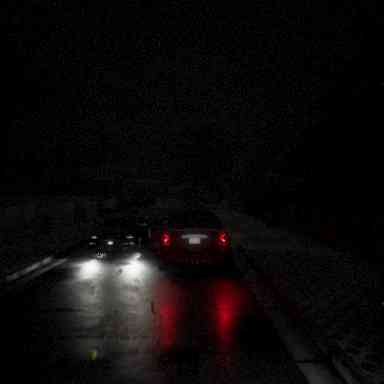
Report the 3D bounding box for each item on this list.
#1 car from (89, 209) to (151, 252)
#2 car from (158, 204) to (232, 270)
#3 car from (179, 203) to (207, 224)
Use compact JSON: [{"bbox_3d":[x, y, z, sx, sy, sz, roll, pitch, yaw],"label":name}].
[{"bbox_3d":[-2.858,1.543,14.065,1.837,1.490,4.892,0,0,0],"label":"car"},{"bbox_3d":[0.080,1.378,11.252,2.097,1.767,4.553,0,0,0],"label":"car"},{"bbox_3d":[0.074,1.652,27.261,2.033,1.411,5.357,0,0,0],"label":"car"}]
